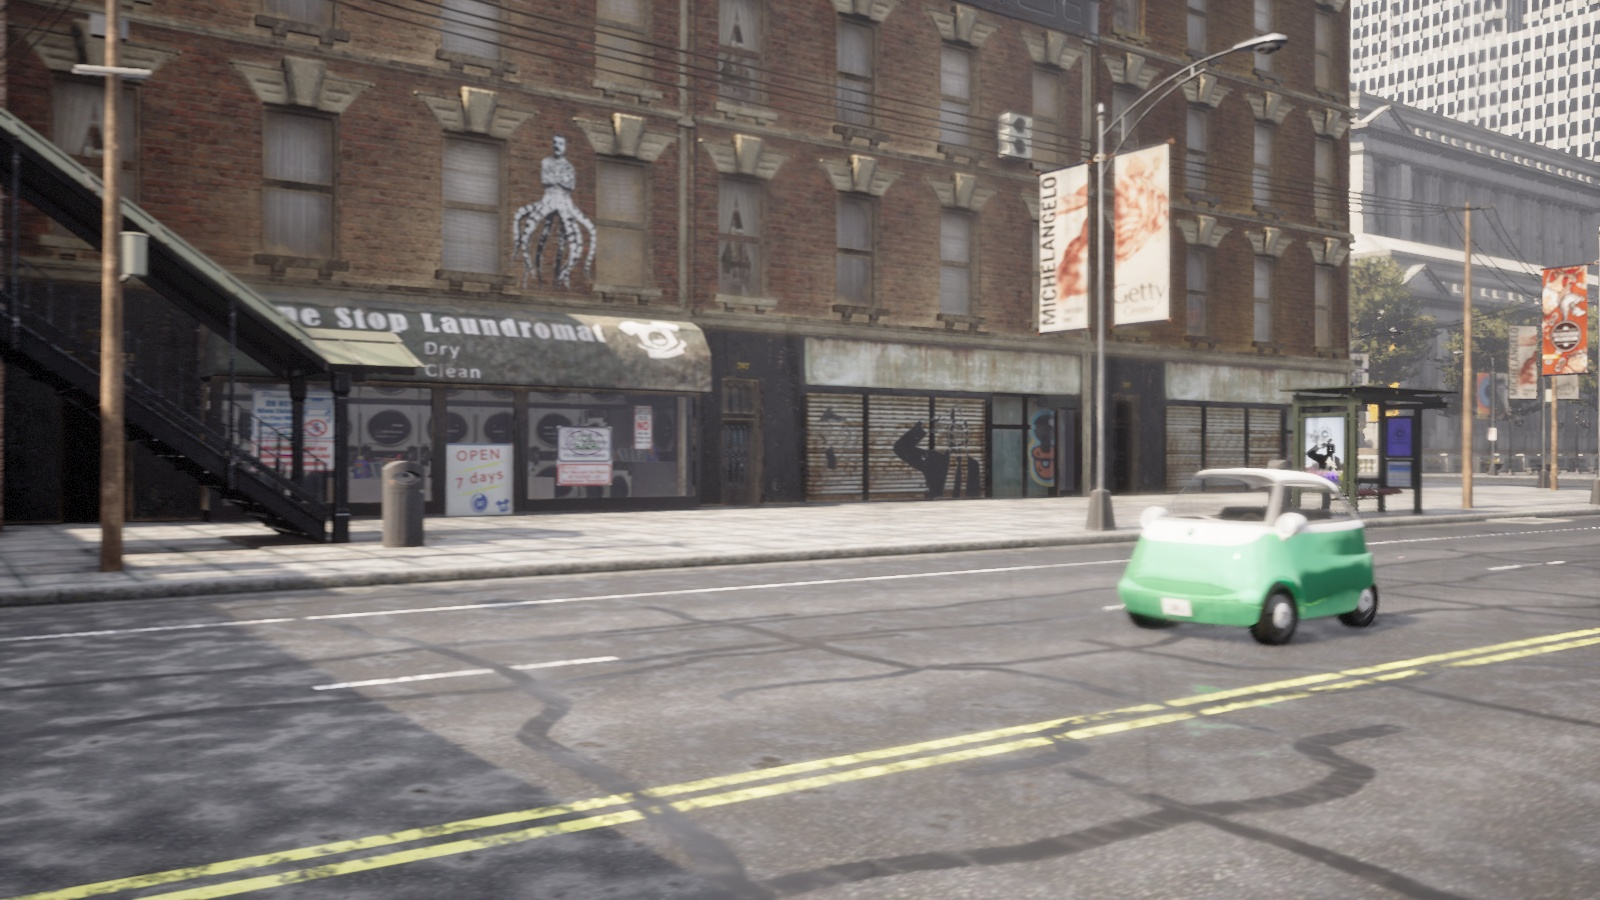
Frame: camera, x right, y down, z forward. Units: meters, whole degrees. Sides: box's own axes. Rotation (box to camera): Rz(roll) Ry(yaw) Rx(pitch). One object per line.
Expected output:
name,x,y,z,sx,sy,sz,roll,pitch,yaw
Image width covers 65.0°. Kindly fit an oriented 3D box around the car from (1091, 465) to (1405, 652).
car,3.766,0.818,10.550,2.207,1.376,1.481,0,0,-35
